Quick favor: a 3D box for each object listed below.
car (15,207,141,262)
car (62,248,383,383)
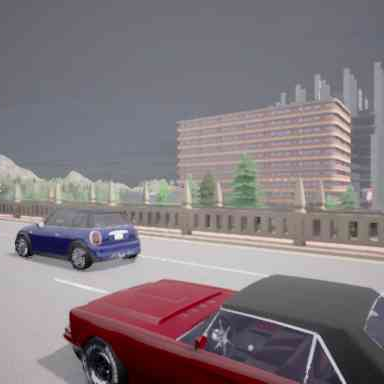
[{"bbox_3d":[-3.891,1.331,11.069,4.553,1.767,2.097,0,0,36],"label":"car"},{"bbox_3d":[0.763,1.598,3.450,4.718,1.301,1.895,0,0,35],"label":"car"}]
